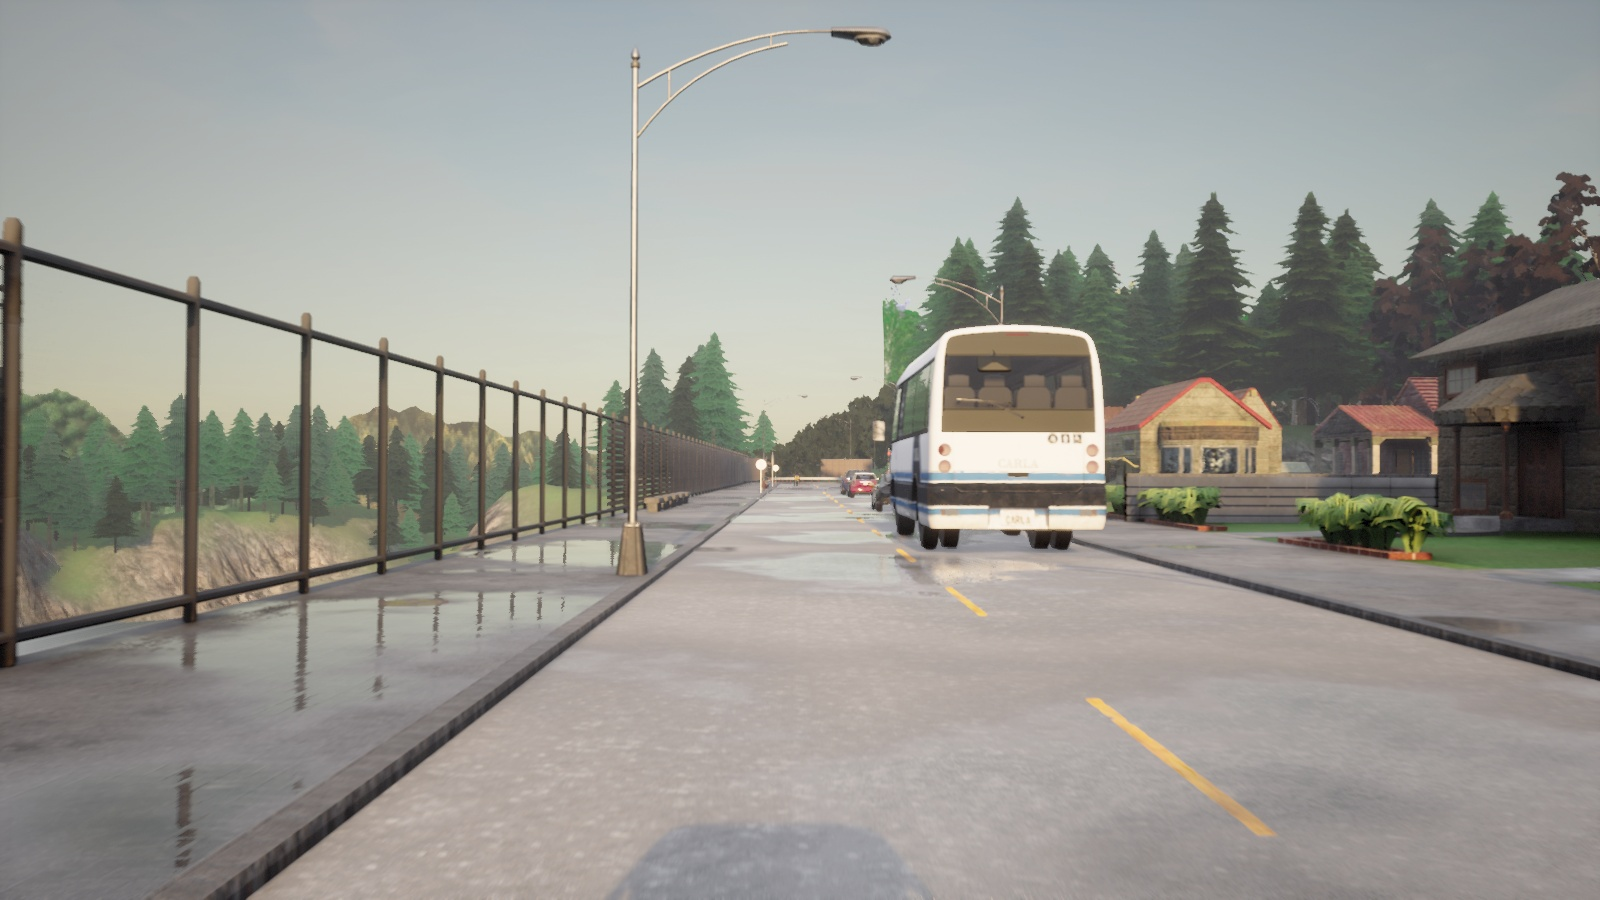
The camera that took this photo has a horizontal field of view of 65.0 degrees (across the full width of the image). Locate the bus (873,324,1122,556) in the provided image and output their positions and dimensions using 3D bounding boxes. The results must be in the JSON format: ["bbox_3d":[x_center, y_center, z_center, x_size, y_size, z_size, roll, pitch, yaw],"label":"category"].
[{"bbox_3d":[3.926,-0.105,28.219,3.944,4.253,10.273,0,-1,0],"label":"bus"}]

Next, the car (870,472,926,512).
[{"bbox_3d":[3.878,1.648,50.391,1.837,1.490,4.892,0,-1,0],"label":"car"}]

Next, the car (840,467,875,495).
[{"bbox_3d":[3.806,2.066,84.130,2.097,1.767,4.553,0,-1,0],"label":"car"}]

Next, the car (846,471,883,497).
[{"bbox_3d":[3.826,2.018,74.848,1.970,1.475,3.806,0,-1,0],"label":"car"}]
